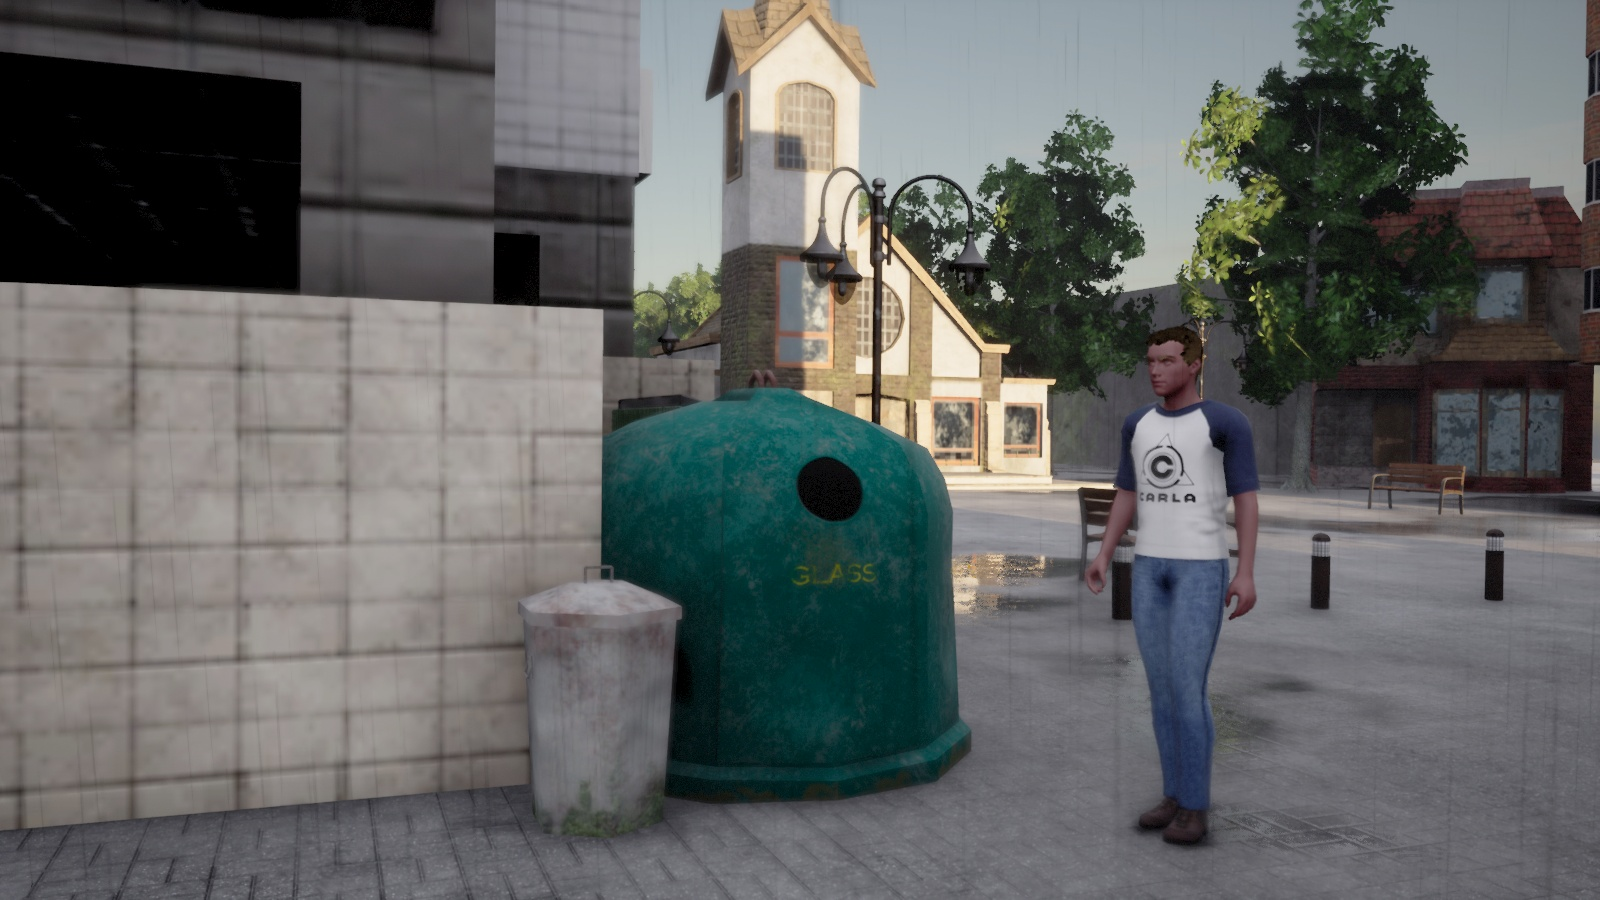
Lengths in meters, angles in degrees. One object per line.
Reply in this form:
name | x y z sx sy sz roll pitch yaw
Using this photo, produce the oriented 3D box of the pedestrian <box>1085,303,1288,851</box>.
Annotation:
pedestrian | 1.410 0.422 4.556 0.706 1.836 0.354 -1 1 -38
